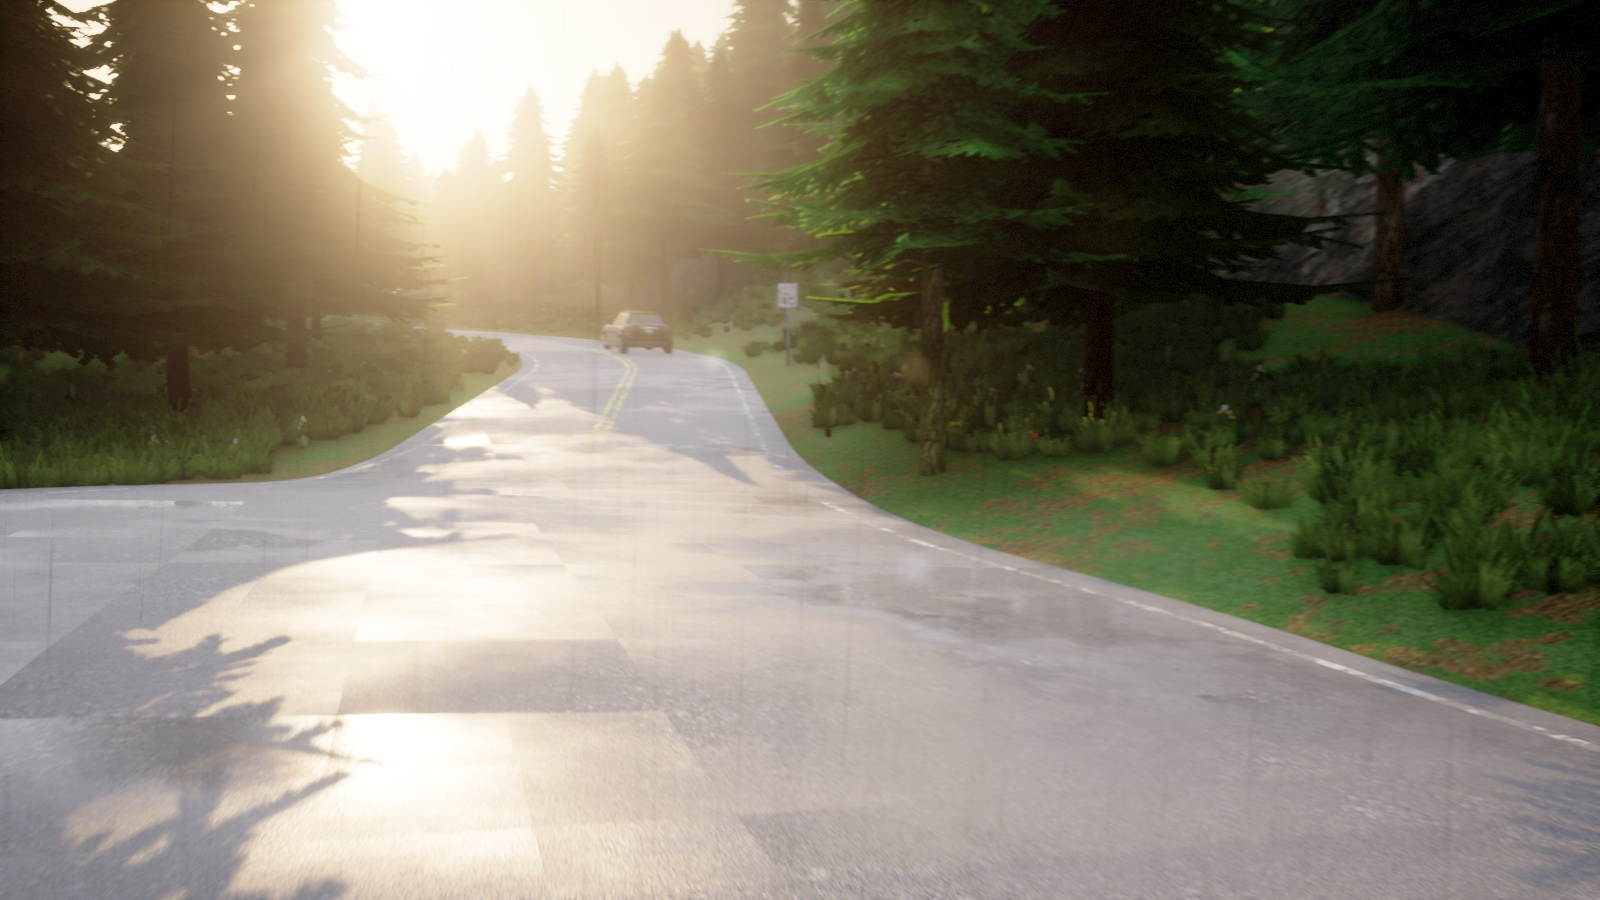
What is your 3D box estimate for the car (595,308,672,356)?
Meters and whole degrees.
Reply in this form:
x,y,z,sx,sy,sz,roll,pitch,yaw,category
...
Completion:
x,y,z,sx,sy,sz,roll,pitch,yaw,category
-6.894,-4.870,51.551,2.097,1.767,4.553,-2,8,-21,car
